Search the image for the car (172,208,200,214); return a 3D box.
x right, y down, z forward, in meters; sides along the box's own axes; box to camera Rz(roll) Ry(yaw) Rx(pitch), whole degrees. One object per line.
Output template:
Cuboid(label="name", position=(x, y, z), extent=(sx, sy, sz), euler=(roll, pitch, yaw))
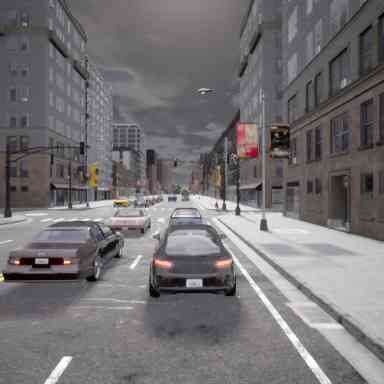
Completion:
Cuboid(label="car", position=(-0.324, 1.553, 18.062), extent=(2.033, 1.411, 5.357), euler=(0, 0, -1))

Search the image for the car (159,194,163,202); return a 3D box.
Cuboid(label="car", position=(-7.838, 1.554, 69.295), extent=(2.128, 1.511, 4.902), euler=(0, 0, -1))

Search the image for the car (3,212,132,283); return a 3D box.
Cuboid(label="car", position=(-3.308, 1.550, 9.722), extent=(2.033, 1.411, 5.357), euler=(0, 0, -1))

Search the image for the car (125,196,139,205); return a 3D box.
Cuboid(label="car", position=(-10.980, 1.552, 60.768), extent=(1.812, 1.442, 4.674), euler=(0, 0, -1))

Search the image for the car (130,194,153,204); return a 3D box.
Cuboid(label="car", position=(-7.551, 1.514, 50.071), extent=(2.128, 1.511, 4.902), euler=(0, 0, -1))

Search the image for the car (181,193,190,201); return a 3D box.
Cuboid(label="car", position=(-1.563, 1.621, 80.844), extent=(1.895, 1.301, 4.718), euler=(0, 0, -1))

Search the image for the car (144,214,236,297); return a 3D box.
Cuboid(label="car", position=(-0.034, 1.528, 8.475), extent=(1.812, 1.442, 4.674), euler=(0, 0, -2))

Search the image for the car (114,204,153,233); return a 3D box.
Cuboid(label="car", position=(-3.503, 1.607, 19.480), extent=(1.895, 1.301, 4.718), euler=(0, 0, -1))

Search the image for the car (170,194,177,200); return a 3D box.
Cuboid(label="car", position=(-5.011, 1.399, 90.751), extent=(1.837, 1.490, 4.892), euler=(0, 0, -1))

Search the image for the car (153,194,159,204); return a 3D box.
Cuboid(label="car", position=(-7.717, 1.518, 59.425), extent=(2.128, 1.511, 4.902), euler=(0, 0, -1))

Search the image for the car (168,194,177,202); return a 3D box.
Cuboid(label="car", position=(-4.805, 1.503, 80.334), extent=(1.882, 1.535, 5.008), euler=(0, 0, -1))

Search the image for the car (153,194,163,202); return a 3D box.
Cuboid(label="car", position=(-8.039, 1.372, 79.526), extent=(2.097, 1.767, 4.553), euler=(0, 0, -1))

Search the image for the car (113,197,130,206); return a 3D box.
Cuboid(label="car", position=(-10.833, 1.501, 51.546), extent=(1.882, 1.535, 5.008), euler=(0, 0, -1))
